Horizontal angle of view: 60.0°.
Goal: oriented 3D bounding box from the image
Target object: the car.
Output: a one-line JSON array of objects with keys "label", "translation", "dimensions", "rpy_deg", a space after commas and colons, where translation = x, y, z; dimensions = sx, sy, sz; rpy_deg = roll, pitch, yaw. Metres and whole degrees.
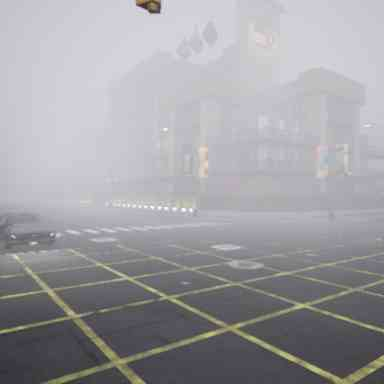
[{"label": "car", "translation": [-7.606, 1.584, 14.921], "dimensions": [2.033, 1.411, 5.357], "rpy_deg": [1, 0, -36]}]
